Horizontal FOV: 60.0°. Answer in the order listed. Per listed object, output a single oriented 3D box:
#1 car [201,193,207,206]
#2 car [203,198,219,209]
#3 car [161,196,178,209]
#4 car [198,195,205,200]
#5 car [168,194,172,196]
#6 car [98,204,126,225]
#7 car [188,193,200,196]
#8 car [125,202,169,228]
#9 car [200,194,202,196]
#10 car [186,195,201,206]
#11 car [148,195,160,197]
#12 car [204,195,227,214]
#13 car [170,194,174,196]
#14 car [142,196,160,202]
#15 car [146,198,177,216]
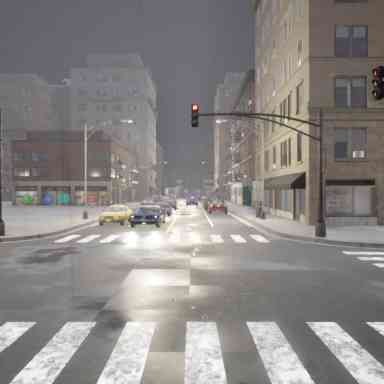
[{"bbox_3d":[2.635,1.317,40.985,2.192,1.841,5.009,0,0,0],"label":"car"},{"bbox_3d":[2.635,1.568,46.647,1.947,1.339,4.313,0,0,0],"label":"car"},{"bbox_3d":[-2.844,1.528,42.098,1.812,1.442,4.674,0,0,0],"label":"car"},{"bbox_3d":[2.632,1.575,91.942,1.947,1.339,4.313,0,0,0],"label":"car"},{"bbox_3d":[-5.391,1.586,63.632,1.802,1.307,4.206,0,0,0],"label":"car"},{"bbox_3d":[-5.389,1.526,23.829,1.752,1.417,4.829,0,0,0],"label":"car"},{"bbox_3d":[-0.004,1.225,64.116,2.150,2.045,5.566,0,0,0],"label":"car"},{"bbox_3d":[-2.883,1.601,22.520,1.895,1.301,4.718,0,0,1],"label":"car"},{"bbox_3d":[2.633,1.555,69.294,2.008,1.369,4.403,0,0,0],"label":"car"},{"bbox_3d":[-0.003,1.604,53.814,1.895,1.301,4.718,0,0,0],"label":"car"},{"bbox_3d":[-5.390,1.317,46.647,2.192,1.841,5.009,0,0,0],"label":"car"},{"bbox_3d":[2.635,1.441,35.322,1.967,1.590,4.097,0,0,0],"label":"car"},{"bbox_3d":[-5.392,1.530,69.124,1.752,1.417,4.829,0,0,0],"label":"car"},{"bbox_3d":[-5.390,1.553,40.984,2.008,1.369,4.403,0,0,0],"label":"car"},{"bbox_3d":[-2.857,1.548,32.257,2.033,1.411,5.357,0,0,0],"label":"car"}]
